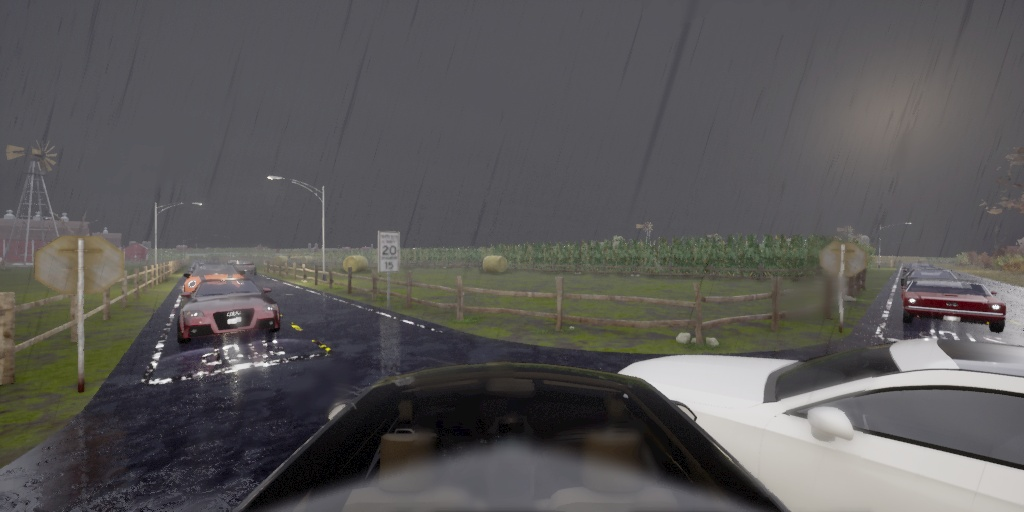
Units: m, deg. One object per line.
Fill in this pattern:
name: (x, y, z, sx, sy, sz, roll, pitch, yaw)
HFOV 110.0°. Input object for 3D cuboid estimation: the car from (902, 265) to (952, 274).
car: (20.727, 1.348, 17.761, 5.357, 1.411, 2.033, 0, 1, -42)

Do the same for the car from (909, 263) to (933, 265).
car: (27.528, 1.380, 23.965, 4.181, 1.385, 1.994, 0, 1, -42)

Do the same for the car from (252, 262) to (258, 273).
car: (-26.716, 1.264, 35.792, 2.128, 1.511, 4.902, 0, 0, -41)

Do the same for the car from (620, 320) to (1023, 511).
car: (2.853, 1.293, 2.269, 1.812, 1.442, 4.674, 0, 1, -43)

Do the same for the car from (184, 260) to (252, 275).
car: (-13.596, 1.132, 16.463, 2.097, 1.767, 4.553, 0, 0, -41)

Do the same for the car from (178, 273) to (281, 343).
car: (-7.869, 1.351, 9.937, 1.994, 1.385, 4.181, 0, 0, -42)

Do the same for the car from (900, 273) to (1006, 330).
car: (13.600, 1.389, 11.251, 4.718, 1.301, 1.895, 0, 1, -43)

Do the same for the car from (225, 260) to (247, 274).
car: (-33.381, 1.281, 43.300, 1.837, 1.490, 4.892, 0, 0, -41)
